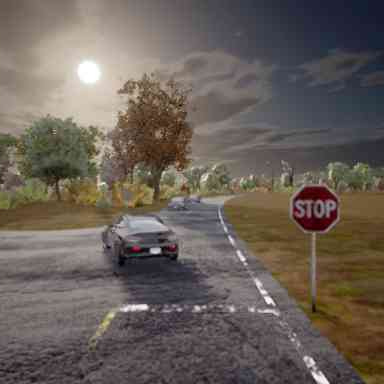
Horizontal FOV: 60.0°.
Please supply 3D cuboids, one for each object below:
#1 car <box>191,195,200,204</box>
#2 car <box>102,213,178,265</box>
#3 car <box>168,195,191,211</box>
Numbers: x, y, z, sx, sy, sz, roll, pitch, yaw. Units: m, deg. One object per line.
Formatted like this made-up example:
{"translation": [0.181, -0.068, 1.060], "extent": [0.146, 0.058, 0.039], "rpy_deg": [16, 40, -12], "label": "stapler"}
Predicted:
{"translation": [0.292, 1.174, 55.618], "extent": [1.812, 1.442, 4.674], "rpy_deg": [0, 0, 7], "label": "car"}
{"translation": [-1.875, 1.453, 11.462], "extent": [1.812, 1.442, 4.674], "rpy_deg": [0, 0, -22], "label": "car"}
{"translation": [-1.544, 1.293, 37.121], "extent": [1.812, 1.442, 4.674], "rpy_deg": [0, 1, 4], "label": "car"}
